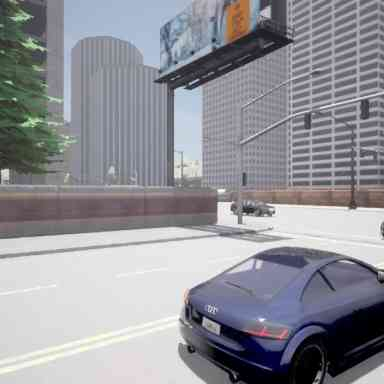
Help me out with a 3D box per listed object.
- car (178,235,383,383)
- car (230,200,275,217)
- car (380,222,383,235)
[{"bbox_3d":[1.871,1.564,5.121,4.181,1.385,1.994,0,0,-35],"label":"car"},{"bbox_3d":[5.706,1.491,31.572,2.128,1.511,4.902,0,0,-34],"label":"car"},{"bbox_3d":[10.993,1.505,16.093,4.892,1.490,1.837,0,0,-35],"label":"car"}]
